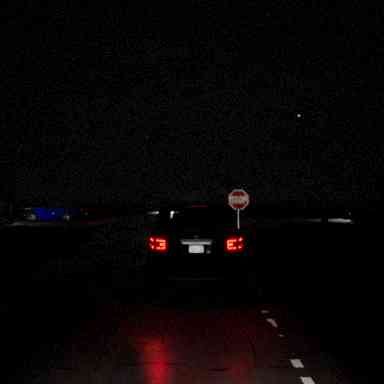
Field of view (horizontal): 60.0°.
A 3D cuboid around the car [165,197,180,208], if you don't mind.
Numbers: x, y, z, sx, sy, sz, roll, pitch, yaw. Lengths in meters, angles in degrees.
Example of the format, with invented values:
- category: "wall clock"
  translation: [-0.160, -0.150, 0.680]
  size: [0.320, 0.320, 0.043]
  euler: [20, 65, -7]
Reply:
- category: "car"
  translation: [-2.834, 1.490, 48.923]
  size: [1.882, 1.535, 5.008]
  euler: [0, 0, 0]

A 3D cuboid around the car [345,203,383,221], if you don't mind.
- category: "car"
  translation: [14.619, 1.542, 26.658]
  size: [4.181, 1.385, 1.994]
  euler: [0, -1, -1]

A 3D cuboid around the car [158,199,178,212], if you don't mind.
- category: "car"
  translation: [-2.839, 1.571, 40.091]
  size: [1.994, 1.385, 4.181]
  euler: [0, 0, 0]

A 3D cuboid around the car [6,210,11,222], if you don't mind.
- category: "car"
  translation: [-15.424, 1.413, 23.602]
  size: [4.553, 1.767, 2.097]
  euler: [0, -1, -2]

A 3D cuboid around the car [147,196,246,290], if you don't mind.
- category: "car"
  translation: [0.098, 1.220, 9.238]
  size: [2.150, 2.045, 5.566]
  euler: [0, 0, 0]

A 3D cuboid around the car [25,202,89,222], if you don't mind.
- category: "car"
  translation: [-10.613, 1.551, 26.193]
  size: [5.008, 1.535, 1.882]
  euler: [-1, -2, 12]

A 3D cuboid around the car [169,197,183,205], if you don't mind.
- category: "car"
  translation: [-2.788, 1.564, 58.686]
  size: [2.033, 1.411, 5.357]
  euler: [0, 0, 1]

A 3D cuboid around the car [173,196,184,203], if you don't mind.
- category: "car"
  translation: [-2.761, 1.566, 69.177]
  size: [2.033, 1.411, 5.357]
  euler: [0, 0, 0]
